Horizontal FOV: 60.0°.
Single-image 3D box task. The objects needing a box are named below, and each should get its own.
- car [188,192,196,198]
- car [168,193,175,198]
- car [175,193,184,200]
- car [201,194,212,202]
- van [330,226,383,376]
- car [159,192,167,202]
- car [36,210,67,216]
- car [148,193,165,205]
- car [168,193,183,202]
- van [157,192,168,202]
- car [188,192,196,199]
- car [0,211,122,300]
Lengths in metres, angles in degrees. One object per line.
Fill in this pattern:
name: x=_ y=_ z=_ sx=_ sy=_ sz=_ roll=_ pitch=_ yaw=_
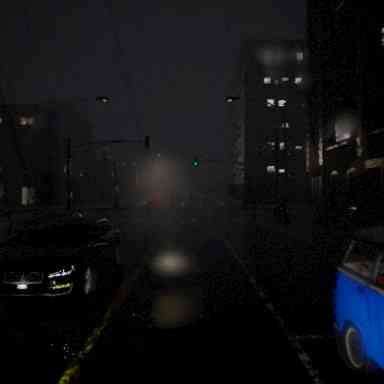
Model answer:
car: x=0.028 y=0.815 z=89.814 sx=2.033 sy=1.411 sz=5.357 roll=0 pitch=0 yaw=0
car: x=-5.648 y=1.015 z=91.524 sx=1.802 sy=1.307 sz=4.206 roll=1 pitch=0 yaw=0
car: x=-2.976 y=0.995 z=77.747 sx=1.882 sy=1.535 sz=5.008 roll=0 pitch=0 yaw=0
car: x=2.726 y=1.048 z=63.148 sx=1.967 sy=1.590 sz=4.097 roll=1 pitch=0 yaw=0
van: x=2.709 y=1.322 z=2.941 sx=1.690 sy=1.788 sz=3.998 roll=1 pitch=0 yaw=0
car: x=-5.658 y=1.188 z=57.403 sx=1.887 sy=1.381 sz=4.507 roll=1 pitch=0 yaw=0
car: x=-5.672 y=1.466 z=13.767 sx=2.008 sy=1.369 sz=4.403 roll=1 pitch=0 yaw=0
car: x=-5.736 y=1.224 z=51.722 sx=1.887 sy=1.381 sz=4.507 roll=1 pitch=0 yaw=0
car: x=-3.008 y=1.117 z=62.252 sx=1.837 sy=1.490 sz=4.892 roll=0 pitch=0 yaw=1
van: x=-5.652 y=0.949 z=63.089 sx=1.690 sy=1.788 sz=3.998 roll=1 pitch=0 yaw=0
car: x=0.026 y=1.039 z=79.390 sx=2.033 sy=1.411 sz=5.357 roll=0 pitch=0 yaw=0
car: x=-3.084 y=1.452 z=8.480 sx=1.837 sy=1.490 sz=4.892 roll=0 pitch=0 yaw=0
